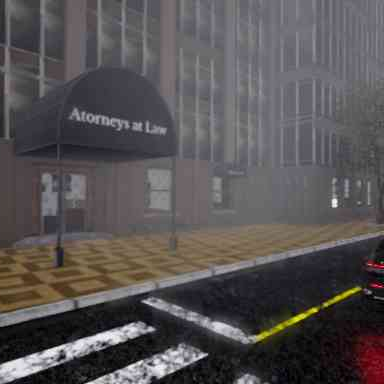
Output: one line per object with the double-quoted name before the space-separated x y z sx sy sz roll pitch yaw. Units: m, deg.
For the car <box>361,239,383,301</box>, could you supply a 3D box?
"car" 5.450 1.575 7.488 4.892 1.490 1.837 1 -1 -43
